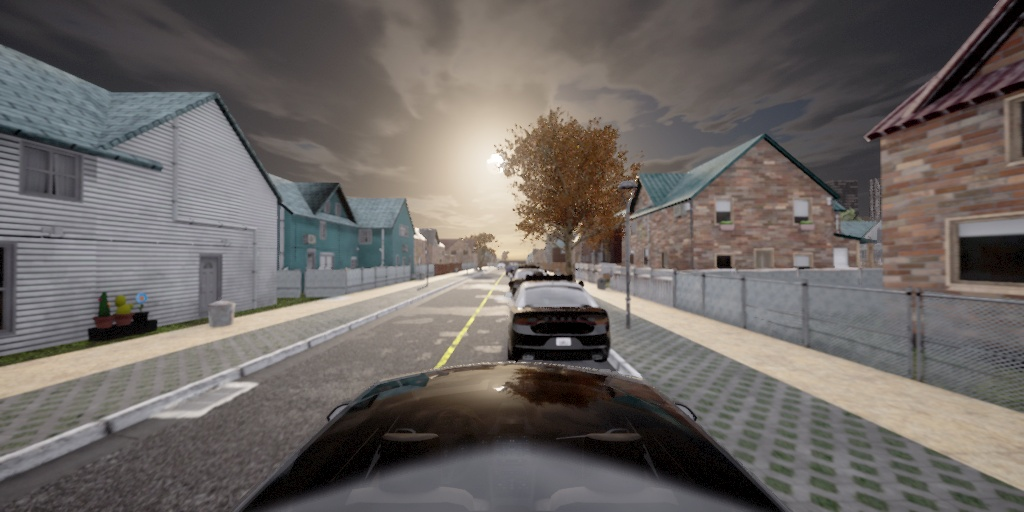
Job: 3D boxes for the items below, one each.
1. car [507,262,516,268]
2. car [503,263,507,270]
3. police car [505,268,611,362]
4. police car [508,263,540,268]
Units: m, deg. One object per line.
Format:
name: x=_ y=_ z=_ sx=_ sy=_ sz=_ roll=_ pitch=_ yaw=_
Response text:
car: x=0.924 y=1.322 z=24.373 sx=2.097 sy=1.767 sz=4.553 roll=0 pitch=-1 yaw=0
car: x=0.239 y=1.645 z=48.121 sx=2.097 sy=1.767 sz=4.553 roll=0 pitch=-1 yaw=1
police car: x=0.862 y=1.240 z=8.513 sx=1.930 sy=1.638 sz=5.238 roll=0 pitch=-1 yaw=0
police car: x=0.902 y=1.339 z=18.513 sx=1.930 sy=1.638 sz=5.238 roll=0 pitch=-1 yaw=0
